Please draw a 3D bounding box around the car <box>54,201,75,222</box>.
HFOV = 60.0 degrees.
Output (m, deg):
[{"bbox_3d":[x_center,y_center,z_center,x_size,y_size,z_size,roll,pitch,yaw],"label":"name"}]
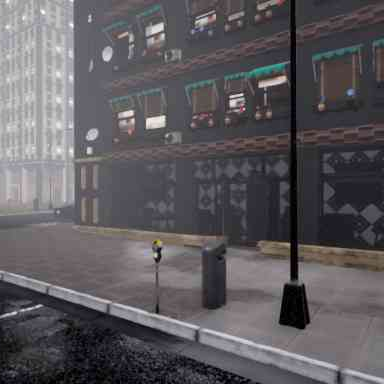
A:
[{"bbox_3d":[-7.286,1.279,22.789,1.947,1.339,4.313,1,1,35],"label":"car"}]
